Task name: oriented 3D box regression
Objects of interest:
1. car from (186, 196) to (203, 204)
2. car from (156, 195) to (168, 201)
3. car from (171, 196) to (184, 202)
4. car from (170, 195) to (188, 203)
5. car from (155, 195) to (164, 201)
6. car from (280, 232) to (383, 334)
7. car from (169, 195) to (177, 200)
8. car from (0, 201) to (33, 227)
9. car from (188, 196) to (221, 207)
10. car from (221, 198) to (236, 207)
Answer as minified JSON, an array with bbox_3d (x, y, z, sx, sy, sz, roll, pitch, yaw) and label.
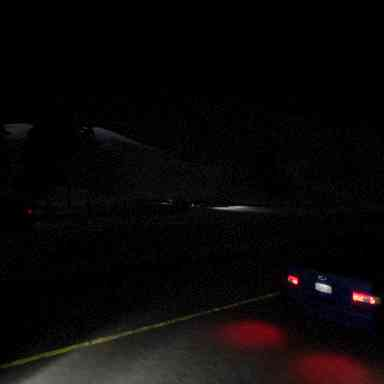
[{"bbox_3d":[0.419,1.526,62.806,1.812,1.442,4.674,0,0,-20],"label":"car"},{"bbox_3d":[-6.356,1.525,72.691,2.128,1.511,4.902,0,0,-14],"label":"car"},{"bbox_3d":[-3.300,1.540,75.114,2.033,1.411,5.357,0,0,-14],"label":"car"},{"bbox_3d":[-2.117,1.564,59.781,1.994,1.385,4.181,0,0,-20],"label":"car"},{"bbox_3d":[-8.495,1.531,87.610,2.033,1.411,5.357,0,0,-3],"label":"car"},{"bbox_3d":[4.099,1.547,6.659,5.357,1.411,2.033,0,0,-35],"label":"car"},{"bbox_3d":[-5.068,1.456,90.396,2.128,1.511,4.902,0,0,-3],"label":"car"},{"bbox_3d":[-12.549,1.351,20.845,4.553,1.767,2.097,0,0,-36],"label":"car"},{"bbox_3d":[1.840,1.491,51.322,2.128,1.511,4.902,0,0,-27],"label":"car"},{"bbox_3d":[5.148,1.564,52.574,1.994,1.385,4.181,0,0,-29],"label":"car"}]
